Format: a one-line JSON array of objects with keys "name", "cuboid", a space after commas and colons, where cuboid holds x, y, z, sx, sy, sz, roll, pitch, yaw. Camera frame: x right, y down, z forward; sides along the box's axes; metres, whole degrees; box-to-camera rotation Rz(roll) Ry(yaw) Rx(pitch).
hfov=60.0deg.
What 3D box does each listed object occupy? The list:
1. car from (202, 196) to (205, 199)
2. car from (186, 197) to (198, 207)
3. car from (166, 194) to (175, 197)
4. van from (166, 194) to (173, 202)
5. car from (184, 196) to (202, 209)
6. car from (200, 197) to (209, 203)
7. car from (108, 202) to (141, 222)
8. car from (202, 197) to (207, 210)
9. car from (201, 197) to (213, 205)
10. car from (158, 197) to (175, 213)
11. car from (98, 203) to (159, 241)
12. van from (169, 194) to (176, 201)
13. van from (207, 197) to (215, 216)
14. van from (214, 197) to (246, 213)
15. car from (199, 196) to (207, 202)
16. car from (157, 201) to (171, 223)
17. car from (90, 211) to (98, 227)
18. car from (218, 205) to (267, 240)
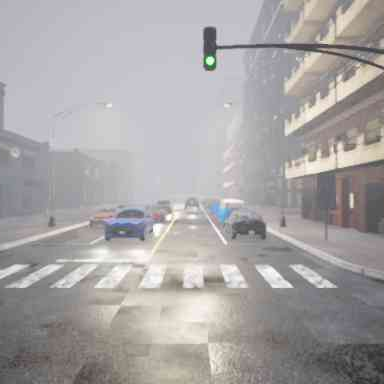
[{"name": "car", "cuboid": [2.708, 1.715, 56.317, 1.947, 1.339, 4.313, 1, 0, 0]}, {"name": "car", "cuboid": [0.005, 1.642, 57.160, 2.128, 1.511, 4.902, 0, 0, 0]}, {"name": "car", "cuboid": [-5.669, 1.754, 78.600, 1.947, 1.339, 4.313, 1, 0, 0]}, {"name": "van", "cuboid": [-5.664, 1.538, 84.181, 1.690, 1.788, 3.998, 1, 0, 0]}, {"name": "car", "cuboid": [0.005, 1.481, 47.124, 2.097, 1.767, 4.553, 0, 0, 0]}, {"name": "car", "cuboid": [2.711, 1.724, 73.060, 1.887, 1.381, 4.507, 1, 0, 0]}, {"name": "car", "cuboid": [-5.676, 1.627, 28.378, 1.887, 1.381, 4.507, 1, 0, 0]}, {"name": "car", "cuboid": [2.707, 1.651, 45.325, 1.752, 1.417, 4.829, 1, 0, 0]}, {"name": "car", "cuboid": [2.709, 1.726, 61.898, 1.947, 1.339, 4.313, 1, 0, 0]}, {"name": "car", "cuboid": [-3.075, 1.609, 36.720, 1.837, 1.490, 4.892, 0, 0, 1]}, {"name": "car", "cuboid": [-3.089, 1.529, 17.223, 1.882, 1.535, 5.008, 0, 0, 0]}, {"name": "van", "cuboid": [-5.663, 1.554, 95.341, 1.690, 1.788, 3.998, 1, 0, 0]}, {"name": "van", "cuboid": [2.709, 1.439, 33.995, 1.690, 1.788, 3.998, 1, 0, 0]}, {"name": "van", "cuboid": [2.707, 1.408, 22.832, 1.690, 1.788, 3.998, 1, 0, 0]}, {"name": "car", "cuboid": [2.712, 1.748, 84.221, 2.008, 1.369, 4.403, 1, 0, 0]}, {"name": "car", "cuboid": [-3.081, 1.641, 26.461, 1.994, 1.385, 4.181, 0, 0, 1]}, {"name": "car", "cuboid": [-5.677, 1.649, 22.797, 1.802, 1.307, 4.206, 1, 0, 0]}, {"name": "car", "cuboid": [2.704, 1.602, 17.253, 2.008, 1.369, 4.403, 1, 0, 0]}]
